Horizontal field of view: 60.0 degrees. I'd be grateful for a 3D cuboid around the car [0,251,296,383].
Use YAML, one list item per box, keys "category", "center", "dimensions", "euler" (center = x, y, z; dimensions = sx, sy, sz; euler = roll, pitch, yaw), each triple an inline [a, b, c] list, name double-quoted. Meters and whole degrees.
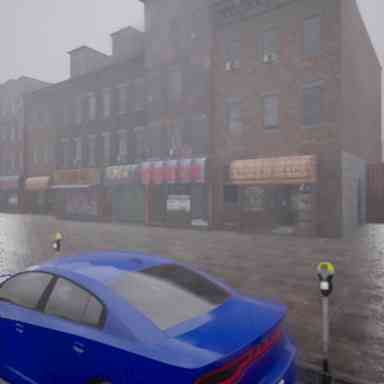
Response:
- category: "car"
  center: [-1.302, 1.508, 4.206]
  dimensions: [5.008, 1.535, 1.882]
  euler: [-1, 0, 36]
